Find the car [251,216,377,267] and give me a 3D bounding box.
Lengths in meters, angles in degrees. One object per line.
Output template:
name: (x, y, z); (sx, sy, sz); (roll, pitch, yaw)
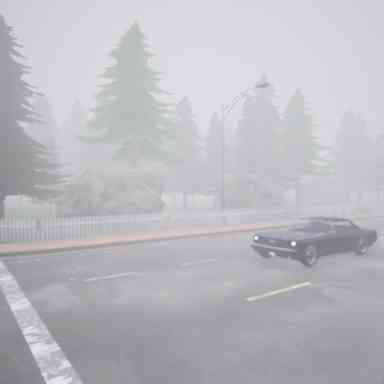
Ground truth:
car: (4.221, 1.533, 11.289); (4.718, 1.301, 1.895); (-1, 0, -35)
